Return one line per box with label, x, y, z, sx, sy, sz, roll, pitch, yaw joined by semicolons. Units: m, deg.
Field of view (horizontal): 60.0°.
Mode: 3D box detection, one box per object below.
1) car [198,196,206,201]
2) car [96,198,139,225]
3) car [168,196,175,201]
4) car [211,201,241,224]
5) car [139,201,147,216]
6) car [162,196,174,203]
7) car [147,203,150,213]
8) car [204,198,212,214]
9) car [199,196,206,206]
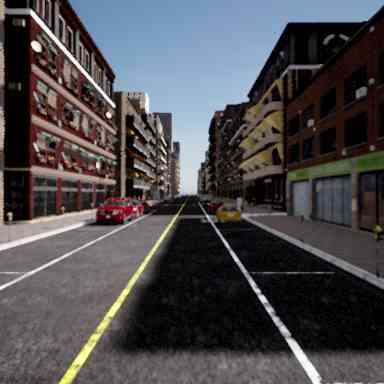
car;2.680;1.744;87.086;1.947;1.339;4.313;0;0;0
car;-5.692;1.370;25.092;2.192;1.841;5.009;0;0;0
car;-5.701;1.735;92.726;1.887;1.381;4.507;0;0;0
car;2.688;1.580;25.258;1.752;1.417;4.829;0;0;0
car;-5.693;1.507;30.727;1.967;1.590;4.097;0;0;0
car;-5.699;1.708;75.816;2.008;1.369;4.403;0;0;0
car;-5.694;1.623;36.364;1.887;1.381;4.507;0;0;0
car;2.686;1.622;36.361;1.887;1.381;4.507;0;0;0
car;2.684;1.674;58.905;2.008;1.369;4.403;0;0;0
